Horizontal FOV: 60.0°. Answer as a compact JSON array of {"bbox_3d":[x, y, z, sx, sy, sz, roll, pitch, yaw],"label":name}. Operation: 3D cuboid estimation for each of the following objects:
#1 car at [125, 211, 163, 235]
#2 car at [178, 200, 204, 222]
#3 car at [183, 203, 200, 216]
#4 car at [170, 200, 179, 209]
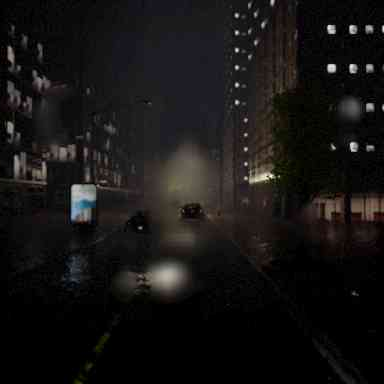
[{"bbox_3d":[-2.874,1.850,20.637,1.994,1.385,4.181,0,-1,0],"label":"car"},{"bbox_3d":[0.048,1.792,31.556,2.097,1.767,4.553,0,-1,0],"label":"car"},{"bbox_3d":[0.011,2.142,42.375,2.033,1.411,5.357,0,-1,0],"label":"car"},{"bbox_3d":[-2.883,2.223,60.853,2.097,1.767,4.553,0,-1,0],"label":"car"}]
